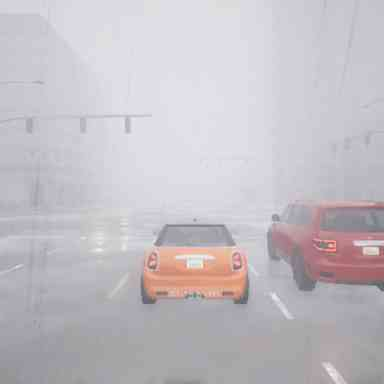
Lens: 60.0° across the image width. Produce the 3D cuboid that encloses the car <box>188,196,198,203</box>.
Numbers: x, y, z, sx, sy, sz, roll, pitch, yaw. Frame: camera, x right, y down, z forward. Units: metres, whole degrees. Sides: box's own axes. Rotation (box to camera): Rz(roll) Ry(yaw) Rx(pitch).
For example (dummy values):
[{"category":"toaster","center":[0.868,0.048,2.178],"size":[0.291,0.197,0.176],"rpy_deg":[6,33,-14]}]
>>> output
[{"category":"car","center":[0.218,1.526,68.491],"size":[1.812,1.442,4.674],"rpy_deg":[0,0,0]}]

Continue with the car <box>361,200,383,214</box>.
[{"category":"car","center":[20.508,1.564,35.209],"size":[4.181,1.385,1.994],"rpy_deg":[0,0,1]}]

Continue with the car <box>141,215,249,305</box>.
[{"category":"car","center":[0.071,1.351,8.264],"size":[2.097,1.767,4.553],"rpy_deg":[0,0,0]}]

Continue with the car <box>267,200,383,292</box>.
[{"category":"car","center":[3.547,1.222,9.060],"size":[2.150,2.045,5.566],"rpy_deg":[0,0,2]}]

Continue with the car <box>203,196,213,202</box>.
[{"category":"car","center":[3.612,1.524,74.389],"size":[1.812,1.442,4.674],"rpy_deg":[0,0,0]}]

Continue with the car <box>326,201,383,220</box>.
[{"category":"car","center":[14.163,1.505,28.083],"size":[4.892,1.490,1.837],"rpy_deg":[0,0,1]}]
